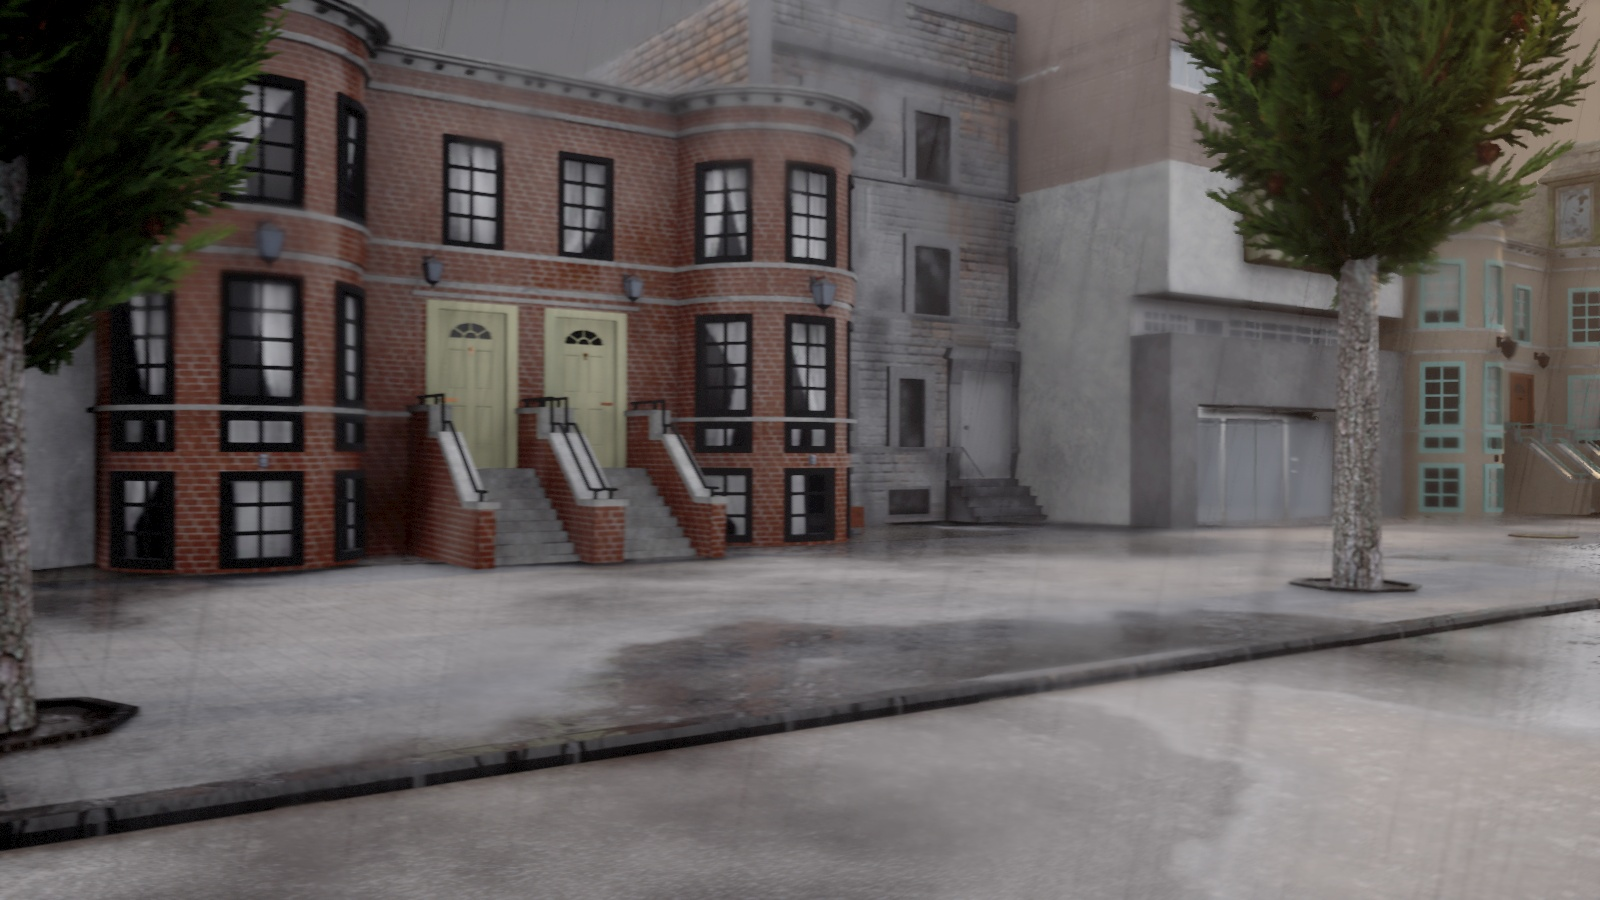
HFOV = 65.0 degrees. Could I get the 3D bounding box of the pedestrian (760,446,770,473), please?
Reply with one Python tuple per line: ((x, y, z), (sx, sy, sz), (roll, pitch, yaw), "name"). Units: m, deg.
((-2.415, 0.671, 87.655), (0.354, 1.836, 0.706), (0, 0, -37), "pedestrian")
